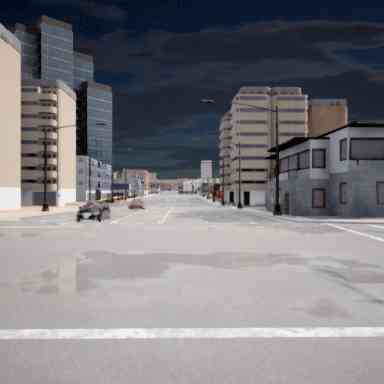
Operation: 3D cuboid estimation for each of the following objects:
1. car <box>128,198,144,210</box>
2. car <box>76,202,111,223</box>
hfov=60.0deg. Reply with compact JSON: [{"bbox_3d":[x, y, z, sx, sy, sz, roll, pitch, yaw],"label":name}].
[{"bbox_3d":[-8.650,1.872,51.704,2.097,1.767,4.553,0,-1,-2],"label":"car"},{"bbox_3d":[-7.684,1.559,26.321,2.128,1.511,4.902,0,-1,-2],"label":"car"}]
